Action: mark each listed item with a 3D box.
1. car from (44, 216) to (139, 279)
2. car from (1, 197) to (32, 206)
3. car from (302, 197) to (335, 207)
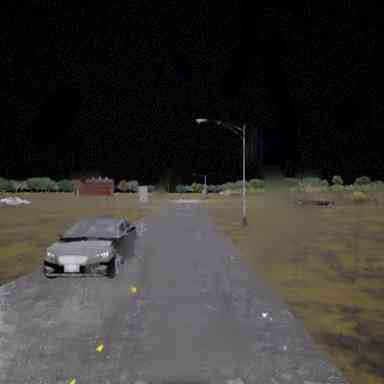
[{"bbox_3d":[-2.849,1.552,10.333,2.128,1.511,4.902,0,0,0],"label":"car"},{"bbox_3d":[-28.040,1.575,53.204,4.674,1.442,1.812,2,-1,0],"label":"car"},{"bbox_3d":[20.266,1.593,53.248,5.008,1.535,1.882,0,-1,0],"label":"car"}]
